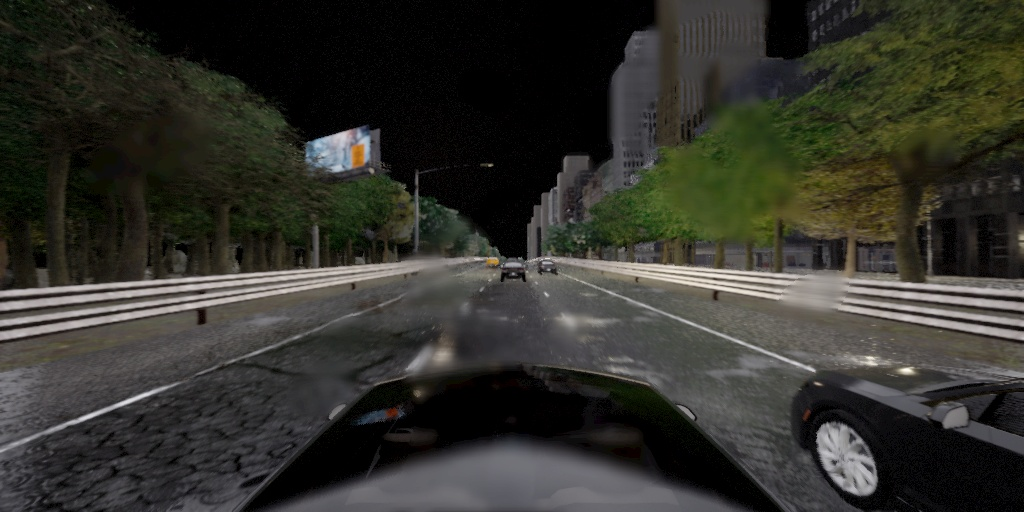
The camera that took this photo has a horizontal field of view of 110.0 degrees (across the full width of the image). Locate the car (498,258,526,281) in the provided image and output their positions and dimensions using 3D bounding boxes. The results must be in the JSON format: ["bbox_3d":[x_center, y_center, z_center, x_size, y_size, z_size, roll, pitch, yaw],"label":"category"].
[{"bbox_3d":[0.096,1.151,28.700,1.882,1.535,5.008,0,0,0],"label":"car"}]

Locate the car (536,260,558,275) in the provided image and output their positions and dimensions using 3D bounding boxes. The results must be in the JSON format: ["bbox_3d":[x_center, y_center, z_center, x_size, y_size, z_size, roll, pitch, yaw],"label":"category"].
[{"bbox_3d":[3.593,1.155,37.395,1.812,1.442,4.674,0,0,0],"label":"car"}]

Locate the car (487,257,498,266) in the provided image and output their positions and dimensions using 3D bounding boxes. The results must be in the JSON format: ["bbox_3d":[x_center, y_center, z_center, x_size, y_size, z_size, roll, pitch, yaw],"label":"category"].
[{"bbox_3d":[-3.410,0.913,64.699,1.882,1.535,5.008,0,0,0],"label":"car"}]

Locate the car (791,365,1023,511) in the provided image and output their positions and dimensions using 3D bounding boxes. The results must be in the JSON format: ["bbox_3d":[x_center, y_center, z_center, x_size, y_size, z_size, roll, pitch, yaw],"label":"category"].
[{"bbox_3d":[3.601,1.256,1.442,1.837,1.490,4.892,0,0,0],"label":"car"}]
